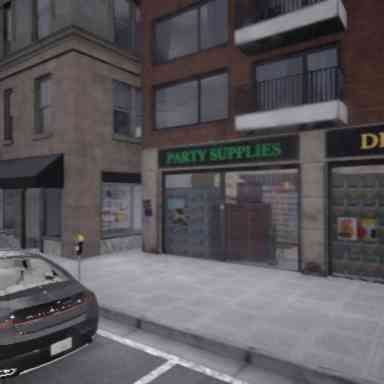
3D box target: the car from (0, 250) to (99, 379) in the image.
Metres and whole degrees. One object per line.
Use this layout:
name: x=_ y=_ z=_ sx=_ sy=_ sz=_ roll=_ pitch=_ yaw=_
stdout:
car: x=-3.307 y=1.591 z=5.182 sx=4.403 sy=1.369 sz=2.008 roll=-1 pitch=0 yaw=36
